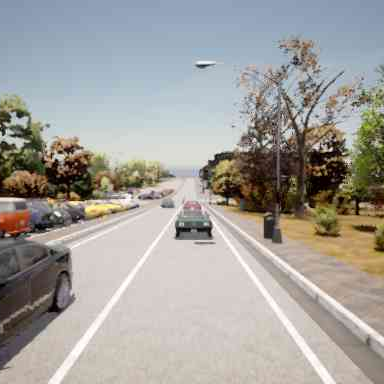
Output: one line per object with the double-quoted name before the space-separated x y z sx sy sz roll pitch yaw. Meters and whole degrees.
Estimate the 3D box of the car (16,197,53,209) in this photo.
"car" -23.298 1.566 49.294 4.553 1.767 2.185 0 0 0

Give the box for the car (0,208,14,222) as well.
"car" -10.225 1.528 13.314 4.792 1.488 2.163 0 0 0

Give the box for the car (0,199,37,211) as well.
"car" -23.274 1.686 43.877 4.674 1.452 2.002 0 0 0

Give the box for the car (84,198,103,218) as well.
"car" -10.413 1.512 27.187 5.366 1.575 1.946 0 0 0

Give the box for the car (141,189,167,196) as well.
"car" -10.393 0.892 90.349 5.566 2.045 2.435 0 0 0

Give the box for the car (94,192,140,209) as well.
"car" -10.225 1.395 43.843 5.566 2.045 2.435 0 0 0

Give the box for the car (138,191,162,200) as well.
"car" -10.365 1.187 79.208 4.792 1.488 2.163 0 0 0

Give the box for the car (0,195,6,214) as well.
"car" -23.321 1.325 35.570 5.566 2.045 2.435 0 0 0

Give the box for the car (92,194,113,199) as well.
"car" -23.481 1.185 87.531 4.792 1.488 2.163 0 0 0

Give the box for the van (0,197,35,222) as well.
"van" -10.365 1.272 16.090 4.442 1.987 1.878 0 0 0

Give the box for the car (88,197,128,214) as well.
"car" -10.027 1.574 35.512 5.366 1.575 1.946 0 0 0

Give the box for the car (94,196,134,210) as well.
"car" -10.388 1.620 41.065 5.366 1.575 1.946 0 0 0

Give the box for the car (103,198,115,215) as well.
"car" -10.038 1.529 29.839 5.366 1.575 1.946 0 0 0

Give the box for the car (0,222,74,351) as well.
"car" -3.351 1.478 4.821 1.882 1.535 5.008 0 0 0

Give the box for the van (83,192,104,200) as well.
"van" -23.348 0.932 79.160 4.442 1.987 1.878 1 0 0

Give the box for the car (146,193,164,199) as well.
"car" -10.351 1.120 93.140 4.892 1.521 2.231 0 1 0

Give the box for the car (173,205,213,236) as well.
"car" 0.086 1.613 18.508 1.895 1.301 4.718 0 0 0

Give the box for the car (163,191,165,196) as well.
"car" -10.367 1.157 87.557 5.008 1.535 2.097 0 0 0

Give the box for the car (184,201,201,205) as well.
"car" 0.032 1.614 35.929 1.994 1.385 4.181 0 0 0

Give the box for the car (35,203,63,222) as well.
"car" -10.273 1.527 18.867 4.792 1.488 2.163 0 0 0

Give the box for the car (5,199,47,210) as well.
"car" -23.242 1.699 46.647 4.792 1.488 2.163 0 0 0

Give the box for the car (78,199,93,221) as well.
"car" -10.227 1.505 24.419 4.892 1.521 2.231 0 0 0

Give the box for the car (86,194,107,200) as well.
"car" -23.470 1.198 81.834 4.674 1.452 2.002 0 0 0

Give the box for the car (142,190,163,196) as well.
"car" -10.411 1.037 84.778 4.553 1.767 2.185 0 0 0

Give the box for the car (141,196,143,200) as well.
"car" -10.157 1.723 49.392 4.792 1.488 2.163 0 0 0

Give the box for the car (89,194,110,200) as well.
"car" -23.463 1.201 84.619 4.674 1.452 2.002 0 0 0

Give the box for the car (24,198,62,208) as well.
"car" -23.256 1.714 52.064 5.008 1.535 2.097 0 0 0

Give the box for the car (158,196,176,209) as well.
"car" -3.457 1.617 47.995 1.812 1.442 4.674 0 0 0

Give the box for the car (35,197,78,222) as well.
"car" -10.269 1.373 21.640 4.553 1.767 2.185 0 0 0
